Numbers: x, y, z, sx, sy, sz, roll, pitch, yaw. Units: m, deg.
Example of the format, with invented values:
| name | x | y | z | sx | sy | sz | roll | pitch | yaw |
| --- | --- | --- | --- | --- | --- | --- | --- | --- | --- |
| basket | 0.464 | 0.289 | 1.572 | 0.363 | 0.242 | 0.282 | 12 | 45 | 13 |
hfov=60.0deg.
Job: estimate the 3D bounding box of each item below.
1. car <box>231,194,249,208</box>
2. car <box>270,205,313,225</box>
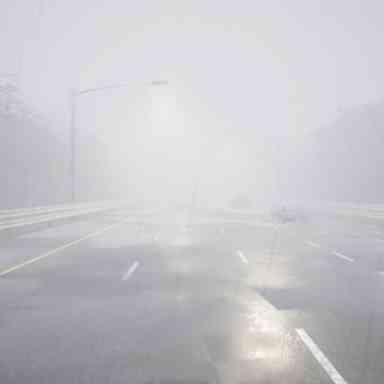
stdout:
| name | x | y | z | sx | sy | sz | roll | pitch | yaw |
| --- | --- | --- | --- | --- | --- | --- | --- | --- | --- |
| car | 7.115 | 1.264 | 49.362 | 2.150 | 2.045 | 5.566 | 0 | 0 | 0 |
| car | 7.026 | 1.611 | 24.081 | 1.895 | 1.301 | 4.718 | 0 | 0 | 0 |
